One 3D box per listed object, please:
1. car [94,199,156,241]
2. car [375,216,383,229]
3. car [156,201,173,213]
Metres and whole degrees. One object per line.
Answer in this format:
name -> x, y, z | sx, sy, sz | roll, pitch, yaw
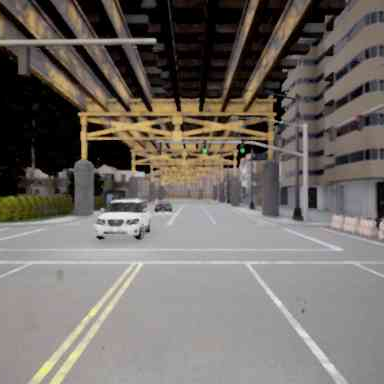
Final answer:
car -> -3.501, 1.394, 17.909 | 2.150, 2.045, 5.566 | 0, 0, 0
car -> 13.587, 1.600, 19.571 | 4.974, 1.542, 2.038 | 0, 0, 25
car -> -3.503, 1.878, 42.053 | 1.994, 1.385, 4.181 | 0, 0, 0
